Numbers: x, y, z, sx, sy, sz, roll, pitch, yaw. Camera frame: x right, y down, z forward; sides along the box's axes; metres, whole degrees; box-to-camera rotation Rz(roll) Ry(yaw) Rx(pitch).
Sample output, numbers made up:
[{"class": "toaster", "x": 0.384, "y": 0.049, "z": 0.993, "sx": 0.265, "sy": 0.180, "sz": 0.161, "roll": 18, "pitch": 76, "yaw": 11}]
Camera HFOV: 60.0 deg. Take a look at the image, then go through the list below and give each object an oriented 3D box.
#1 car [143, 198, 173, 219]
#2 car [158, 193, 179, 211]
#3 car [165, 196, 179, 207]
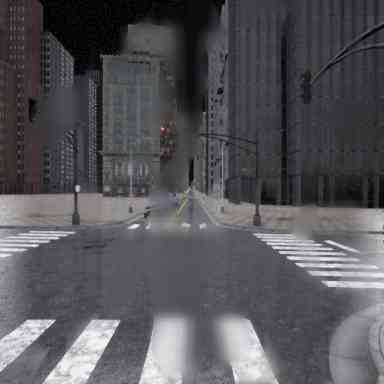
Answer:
[{"class": "car", "x": -3.107, "y": 1.546, "z": 29.850, "sx": 2.033, "sy": 1.411, "sz": 5.357, "roll": 0, "pitch": 0, "yaw": 0}, {"class": "car", "x": -3.107, "y": 1.219, "z": 40.297, "sx": 2.150, "sy": 2.045, "sz": 5.566, "roll": 0, "pitch": 0, "yaw": 0}, {"class": "car", "x": -3.095, "y": 1.475, "z": 52.143, "sx": 1.882, "sy": 1.535, "sz": 5.008, "roll": 0, "pitch": 0, "yaw": 0}]
